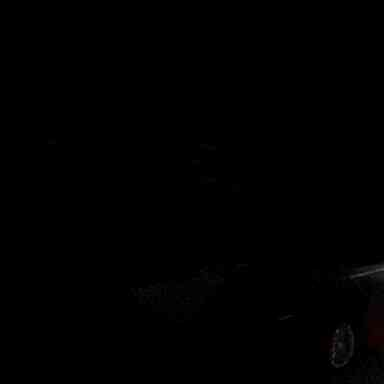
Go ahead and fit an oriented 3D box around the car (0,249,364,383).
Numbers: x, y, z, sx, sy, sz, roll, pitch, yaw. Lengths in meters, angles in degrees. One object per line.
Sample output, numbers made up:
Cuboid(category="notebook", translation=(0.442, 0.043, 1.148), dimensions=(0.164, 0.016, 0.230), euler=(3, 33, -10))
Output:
Cuboid(category="car", translation=(0.291, 1.524, 4.142), dimensions=(4.674, 1.442, 1.812), euler=(0, 0, -34))
